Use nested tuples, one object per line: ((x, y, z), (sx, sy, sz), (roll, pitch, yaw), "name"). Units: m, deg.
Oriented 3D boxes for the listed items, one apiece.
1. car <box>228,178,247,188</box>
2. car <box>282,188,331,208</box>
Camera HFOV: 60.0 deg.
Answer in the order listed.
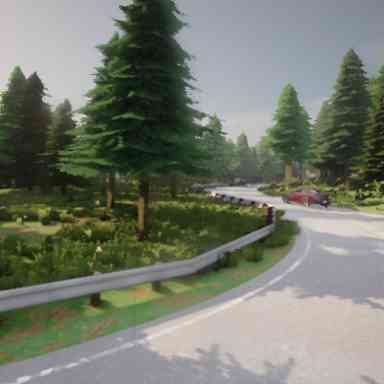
((7.607, -1.525, 54.875), (1.837, 1.490, 4.892), (0, 3, 30), "car")
((9.033, 0.388, 26.362), (1.812, 1.442, 4.674), (2, 3, -16), "car")
